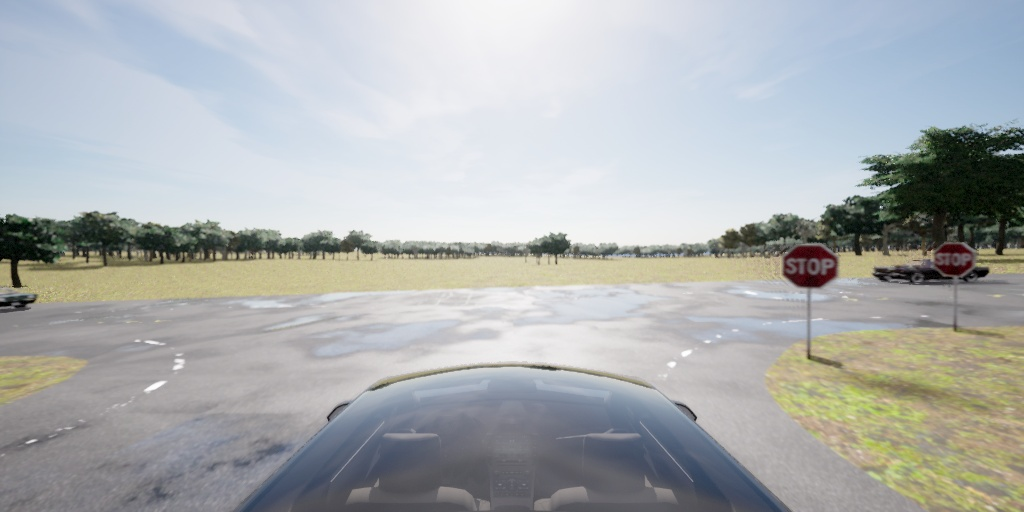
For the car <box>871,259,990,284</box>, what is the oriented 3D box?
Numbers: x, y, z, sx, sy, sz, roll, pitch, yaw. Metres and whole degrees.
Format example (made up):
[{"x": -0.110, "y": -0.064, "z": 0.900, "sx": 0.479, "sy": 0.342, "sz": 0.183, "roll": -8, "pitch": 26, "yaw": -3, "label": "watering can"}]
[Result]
[{"x": 23.251, "y": 0.838, "z": 20.085, "sx": 4.718, "sy": 1.301, "sz": 1.895, "roll": -2, "pitch": 1, "yaw": 0, "label": "car"}]

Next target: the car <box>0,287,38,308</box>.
[{"x": -30.186, "y": 2.495, "z": 20.218, "sx": 4.718, "sy": 1.301, "sz": 1.895, "roll": -2, "pitch": 1, "yaw": 0, "label": "car"}]
